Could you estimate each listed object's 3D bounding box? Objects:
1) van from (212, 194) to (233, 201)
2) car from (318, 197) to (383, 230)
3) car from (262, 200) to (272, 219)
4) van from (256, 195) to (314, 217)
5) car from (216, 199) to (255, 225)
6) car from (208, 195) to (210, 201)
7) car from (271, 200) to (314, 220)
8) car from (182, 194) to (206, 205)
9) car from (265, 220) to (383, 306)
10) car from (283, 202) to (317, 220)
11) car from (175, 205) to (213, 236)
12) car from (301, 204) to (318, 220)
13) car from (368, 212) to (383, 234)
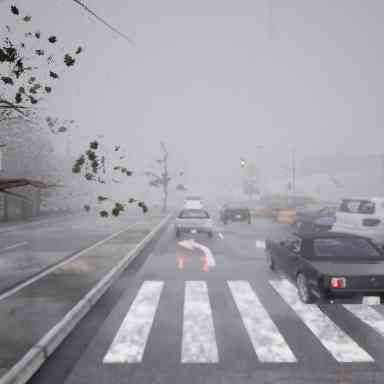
[{"bbox_3d":[7.935,1.402,82.987,4.442,1.987,1.878,1,-1,-20],"label":"van"},{"bbox_3d":[8.094,1.231,12.864,5.566,2.045,2.435,1,0,-20],"label":"car"},{"bbox_3d":[8.087,1.538,24.791,4.792,1.488,2.163,1,0,-20],"label":"car"},{"bbox_3d":[7.954,1.290,27.718,4.442,1.987,1.878,1,0,-20],"label":"van"},{"bbox_3d":[3.091,1.494,24.583,1.882,1.535,5.008,0,0,0],"label":"car"},{"bbox_3d":[7.865,1.860,91.889,5.366,1.575,1.946,1,-1,-20],"label":"car"},{"bbox_3d":[8.236,1.499,21.861,5.366,1.575,1.946,1,0,-20],"label":"car"},{"bbox_3d":[0.068,1.276,36.063,2.150,2.045,5.566,0,0,-1],"label":"car"},{"bbox_3d":[3.097,1.589,7.955,1.895,1.301,4.718,0,0,0],"label":"car"},{"bbox_3d":[8.057,1.493,18.814,4.892,1.521,2.231,1,0,-20],"label":"car"},{"bbox_3d":[0.092,1.600,18.169,1.895,1.301,4.718,0,0,0],"label":"car"},{"bbox_3d":[8.070,1.486,15.828,5.008,1.535,2.097,1,0,-20],"label":"car"},{"bbox_3d":[8.076,1.482,9.862,4.892,1.521,2.231,1,0,-20],"label":"car"}]
